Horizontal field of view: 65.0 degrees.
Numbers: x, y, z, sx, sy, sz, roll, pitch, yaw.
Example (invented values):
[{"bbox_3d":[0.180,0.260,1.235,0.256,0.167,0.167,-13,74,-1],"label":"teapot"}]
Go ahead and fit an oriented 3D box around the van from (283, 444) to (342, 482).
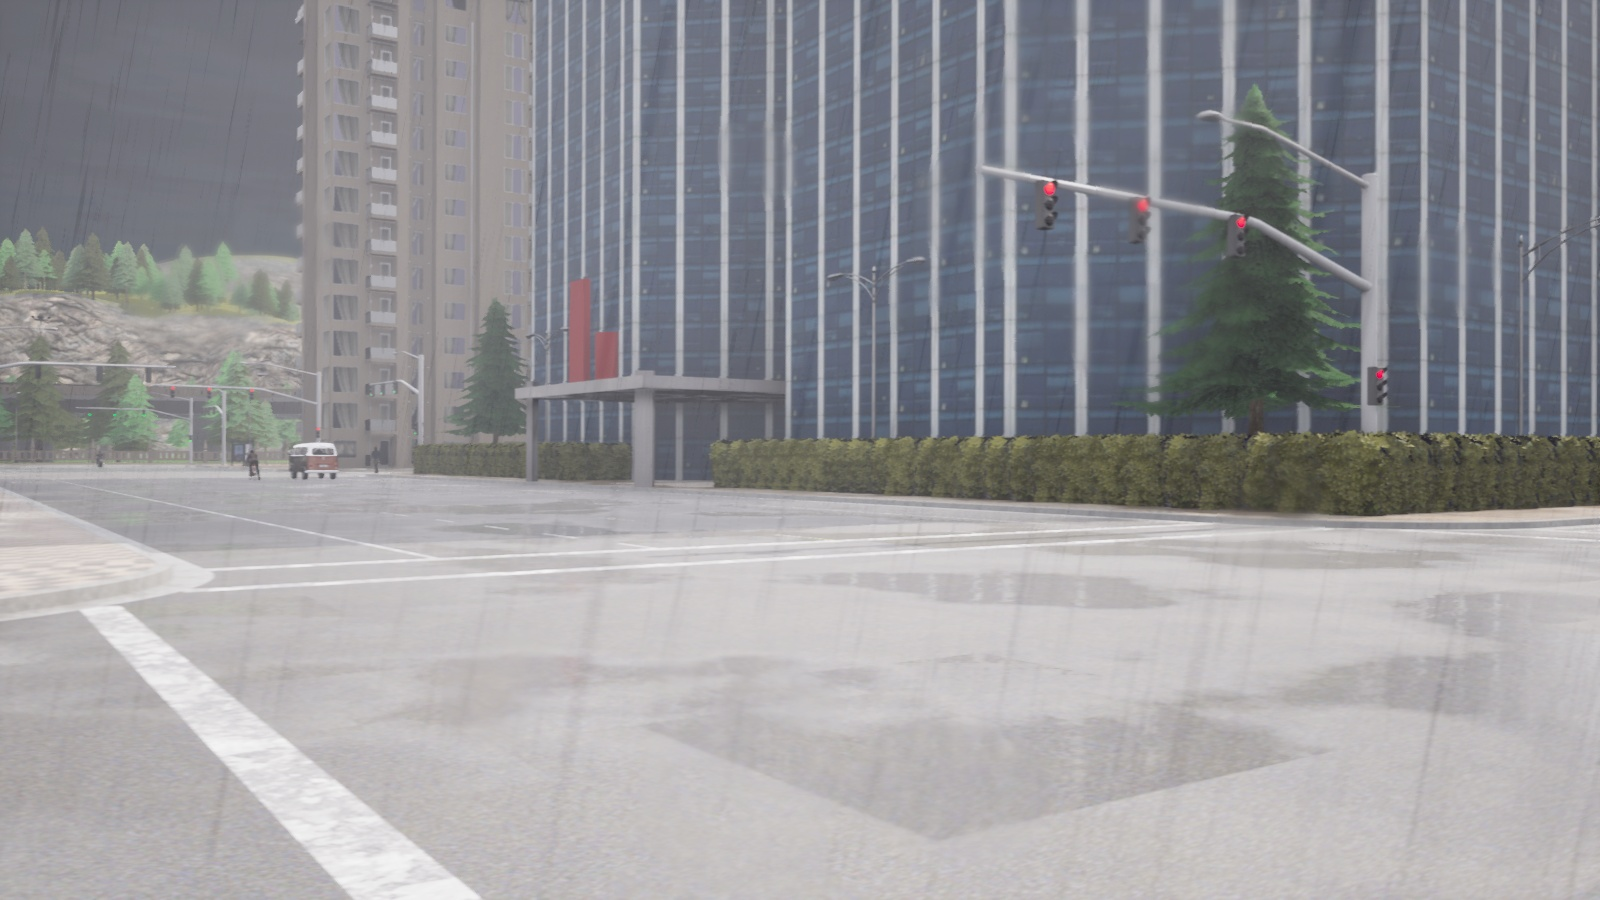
[{"bbox_3d":[-27.293,0.727,70.239,2.069,2.038,4.480,0,0,-35],"label":"van"}]
